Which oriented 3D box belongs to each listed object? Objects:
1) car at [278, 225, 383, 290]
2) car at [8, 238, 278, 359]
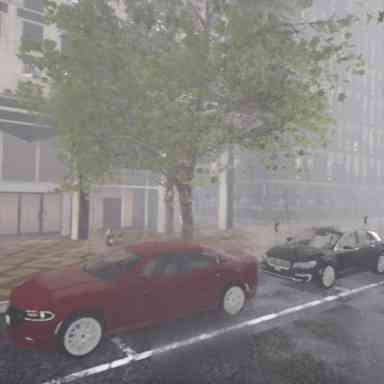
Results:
[{"bbox_3d":[3.851,1.636,9.284,4.403,1.369,2.008,1,0,-35],"label":"car"},{"bbox_3d":[-0.757,1.573,6.003,4.507,1.381,1.887,1,0,-35],"label":"car"}]
